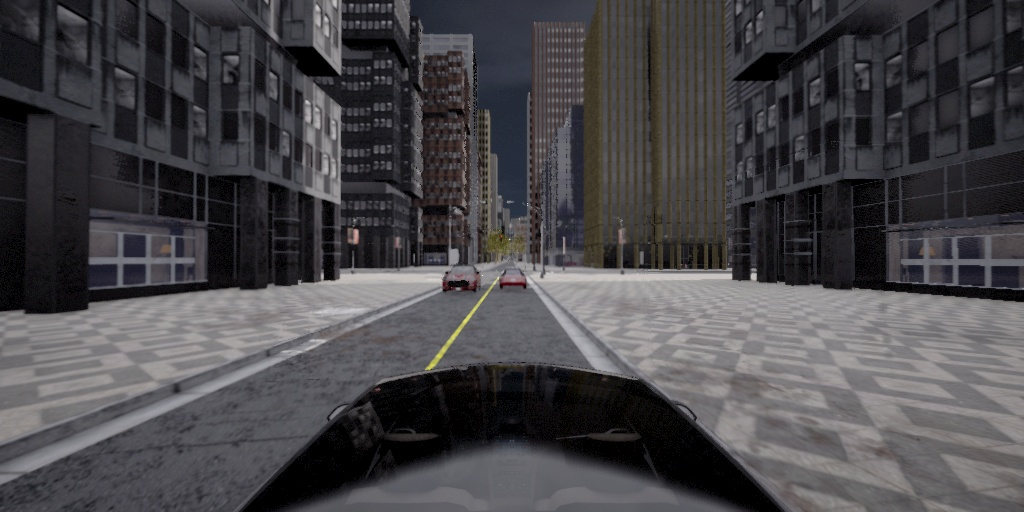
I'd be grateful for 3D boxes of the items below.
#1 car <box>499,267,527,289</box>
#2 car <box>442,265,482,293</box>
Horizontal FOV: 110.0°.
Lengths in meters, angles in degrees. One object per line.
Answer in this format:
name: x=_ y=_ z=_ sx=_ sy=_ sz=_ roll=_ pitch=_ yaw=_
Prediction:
car: x=0.078 y=1.606 z=26.367 sx=1.994 sy=1.385 sz=4.181 roll=0 pitch=-1 yaw=0
car: x=-3.108 y=1.355 z=22.993 sx=2.097 sy=1.767 sz=4.553 roll=0 pitch=-1 yaw=0
